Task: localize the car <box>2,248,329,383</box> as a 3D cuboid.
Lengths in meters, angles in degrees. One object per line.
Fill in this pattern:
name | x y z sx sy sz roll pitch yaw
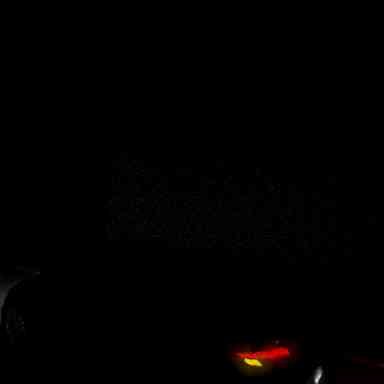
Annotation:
car | -0.680 1.510 4.476 4.674 1.442 1.812 0 0 35
